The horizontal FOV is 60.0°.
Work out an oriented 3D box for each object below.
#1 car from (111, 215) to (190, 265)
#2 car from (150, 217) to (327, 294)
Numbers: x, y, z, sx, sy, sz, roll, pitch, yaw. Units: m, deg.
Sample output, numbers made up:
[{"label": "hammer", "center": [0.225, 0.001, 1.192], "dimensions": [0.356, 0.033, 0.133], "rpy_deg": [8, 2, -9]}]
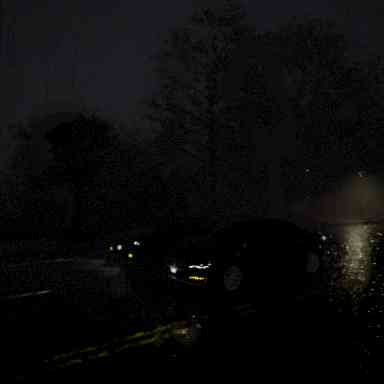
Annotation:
[{"label": "car", "center": [-0.563, 1.505, 11.256], "dimensions": [4.181, 1.385, 1.994], "rpy_deg": [0, 0, -35]}, {"label": "car", "center": [1.570, 1.472, 8.783], "dimensions": [4.892, 1.490, 1.837], "rpy_deg": [0, 1, -35]}]
